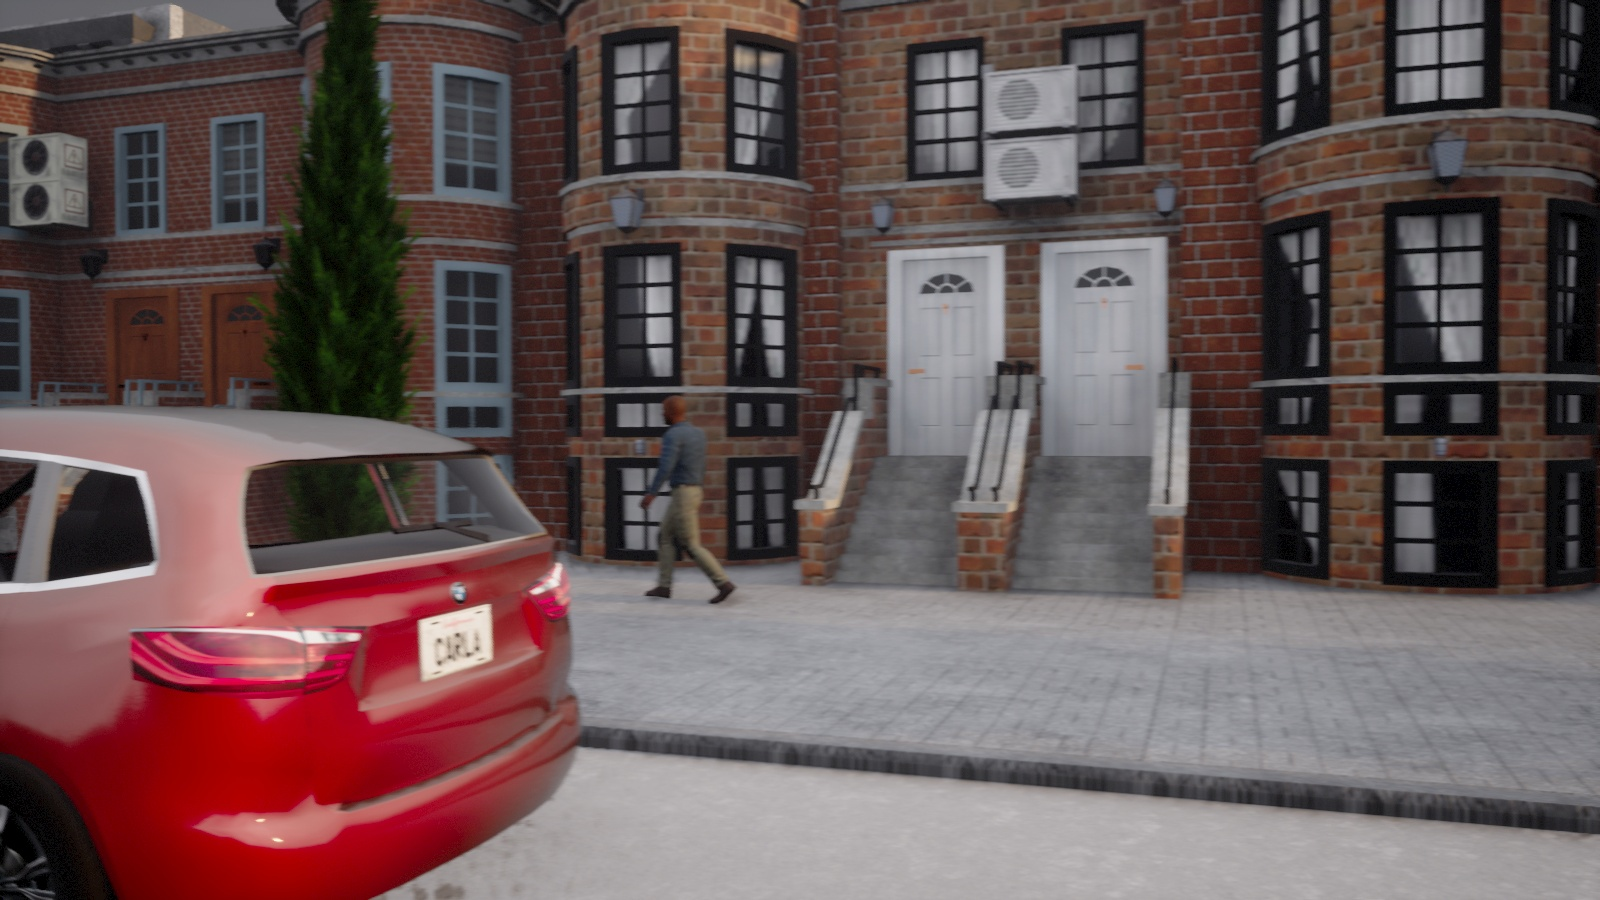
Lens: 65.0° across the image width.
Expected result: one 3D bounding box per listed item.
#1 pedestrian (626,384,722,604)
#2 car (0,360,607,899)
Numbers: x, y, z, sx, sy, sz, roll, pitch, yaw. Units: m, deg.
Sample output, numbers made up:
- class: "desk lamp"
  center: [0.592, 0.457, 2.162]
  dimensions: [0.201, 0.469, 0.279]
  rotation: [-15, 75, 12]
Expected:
- class: "pedestrian"
  center: [-1.079, 0.362, 10.778]
  dimensions: [0.726, 1.835, 0.370]
  rotation: [1, 1, 22]
- class: "car"
  center: [-3.339, 0.581, 4.840]
  dimensions: [4.611, 1.667, 2.242]
  rotation: [1, 1, 19]
